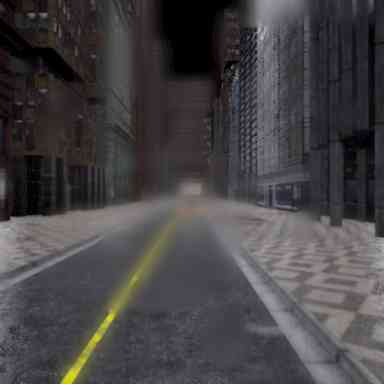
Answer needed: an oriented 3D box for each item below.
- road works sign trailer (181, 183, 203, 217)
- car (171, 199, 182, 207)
[{"bbox_3d":[-0.018,0.847,36.863,2.380,3.560,2.880,0,-1,0],"label":"road works sign trailer"},{"bbox_3d":[-3.055,2.207,65.315,1.812,1.442,4.674,0,-1,0],"label":"car"}]
